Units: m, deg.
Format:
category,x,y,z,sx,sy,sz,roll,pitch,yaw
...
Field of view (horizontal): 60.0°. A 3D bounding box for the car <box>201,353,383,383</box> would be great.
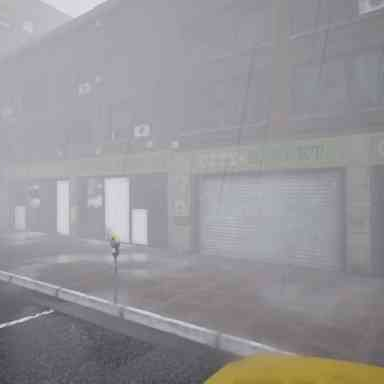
category,x,y,z,sx,sy,sz,roll,pitch,yaw
car,1.980,1.525,1.470,4.829,1.417,1.752,0,0,36
